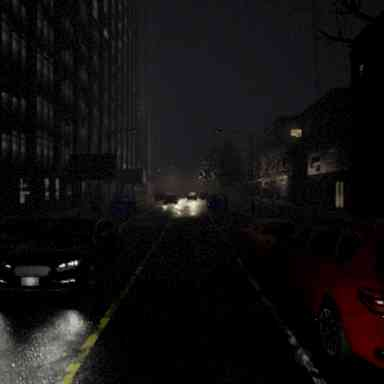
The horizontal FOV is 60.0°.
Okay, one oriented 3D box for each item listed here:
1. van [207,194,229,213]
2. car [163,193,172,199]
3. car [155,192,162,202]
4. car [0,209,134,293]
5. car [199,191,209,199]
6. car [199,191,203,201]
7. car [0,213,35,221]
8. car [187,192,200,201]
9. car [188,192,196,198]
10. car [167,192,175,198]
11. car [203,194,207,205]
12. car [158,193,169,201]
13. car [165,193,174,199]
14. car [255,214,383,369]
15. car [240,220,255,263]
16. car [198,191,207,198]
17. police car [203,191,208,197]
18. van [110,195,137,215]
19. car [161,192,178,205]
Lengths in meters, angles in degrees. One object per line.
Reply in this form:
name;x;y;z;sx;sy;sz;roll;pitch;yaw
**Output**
van;2.709;1.097;33.362;1.690;1.788;3.998;1;0;0
car;-5.667;0.915;77.560;1.752;1.417;4.829;1;1;0
car;-5.666;0.846;61.092;2.192;1.841;5.009;1;0;0
car;-3.100;1.430;8.820;2.128;1.511;4.902;0;0;0
car;2.717;0.703;77.730;2.192;1.841;5.009;1;1;0
car;2.712;1.008;66.809;1.752;1.417;4.829;1;0;0
car;-5.678;1.467;11.178;1.887;1.381;4.507;1;0;0
car;0.009;1.113;63.331;1.895;1.301;4.718;0;0;0
car;0.013;0.758;82.385;1.895;1.301;4.718;0;1;0
car;-5.665;0.817;88.653;1.752;1.417;4.829;1;1;0
car;2.707;1.278;38.910;1.947;1.339;4.313;1;0;0
car;-5.668;1.011;66.469;1.752;1.417;4.829;1;0;0
car;-5.666;0.905;83.278;1.947;1.339;4.313;1;1;0
car;2.704;1.276;5.630;2.192;1.841;5.009;1;0;0
car;2.703;1.446;11.348;1.752;1.417;4.829;1;0;0
car;2.719;0.605;88.822;2.192;1.841;5.009;1;1;0
police car;3.008;1.053;49.500;1.930;1.638;5.238;0;0;0
van;-5.672;1.140;27.816;1.690;1.788;3.998;1;0;0
car;-3.076;1.110;48.820;1.882;1.535;5.008;0;0;0
